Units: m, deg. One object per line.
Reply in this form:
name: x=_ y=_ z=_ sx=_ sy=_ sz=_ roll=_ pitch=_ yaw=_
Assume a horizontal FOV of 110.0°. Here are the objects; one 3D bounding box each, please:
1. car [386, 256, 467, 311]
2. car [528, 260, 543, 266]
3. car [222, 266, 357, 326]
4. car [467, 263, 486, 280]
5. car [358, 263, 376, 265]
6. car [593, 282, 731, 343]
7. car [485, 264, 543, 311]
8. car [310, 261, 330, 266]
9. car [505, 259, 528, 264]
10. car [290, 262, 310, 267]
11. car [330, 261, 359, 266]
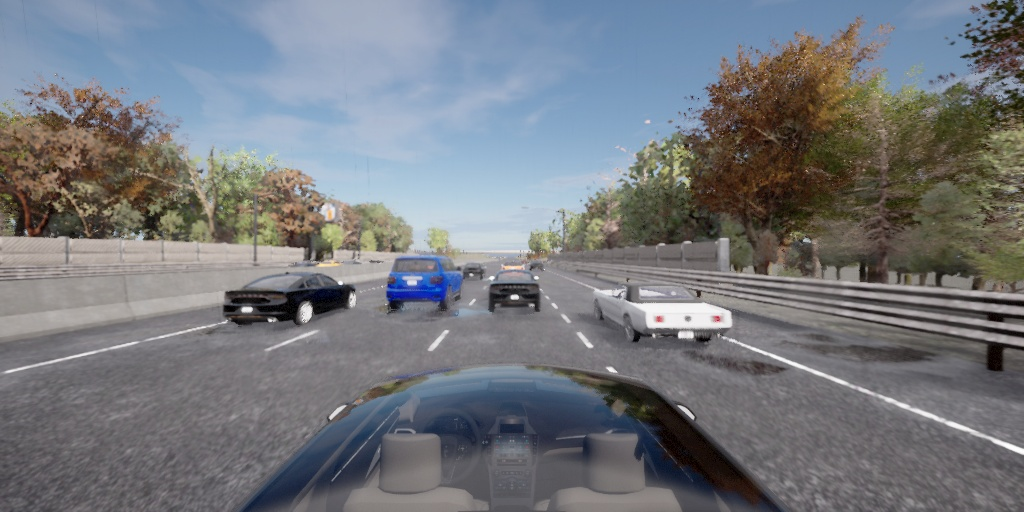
car: x=-3.406 y=1.013 z=14.933 sx=2.150 sy=2.045 sz=5.566 roll=0 pitch=0 yaw=0
car: x=3.493 y=1.397 z=52.311 sx=1.837 sy=1.490 sz=4.892 roll=0 pitch=0 yaw=0
car: x=-6.900 y=1.259 z=11.817 sx=1.882 sy=1.535 sz=5.008 roll=0 pitch=0 yaw=0
car: x=-3.403 y=1.359 z=32.722 sx=1.837 sy=1.490 sz=4.892 roll=0 pitch=0 yaw=0
car: x=-17.592 y=1.505 z=46.308 sx=1.895 sy=1.301 sz=4.718 roll=0 pitch=0 yaw=0
car: x=3.594 y=1.351 z=9.700 sx=1.895 sy=1.301 sz=4.718 roll=0 pitch=0 yaw=-1
car: x=0.098 y=1.268 z=14.685 sx=1.882 sy=1.535 sz=5.008 roll=0 pitch=0 yaw=0
car: x=-24.577 y=1.390 z=48.296 sx=1.882 sy=1.535 sz=5.008 roll=0 pitch=-1 yaw=0
car: x=0.094 y=1.204 z=32.430 sx=2.097 sy=1.767 sz=4.553 roll=0 pitch=0 yaw=0
car: x=-28.074 y=1.478 z=48.414 sx=1.994 sy=1.385 sz=4.181 roll=0 pitch=0 yaw=0
car: x=-21.088 y=1.383 z=46.594 sx=1.882 sy=1.535 sz=5.008 roll=0 pitch=0 yaw=0
